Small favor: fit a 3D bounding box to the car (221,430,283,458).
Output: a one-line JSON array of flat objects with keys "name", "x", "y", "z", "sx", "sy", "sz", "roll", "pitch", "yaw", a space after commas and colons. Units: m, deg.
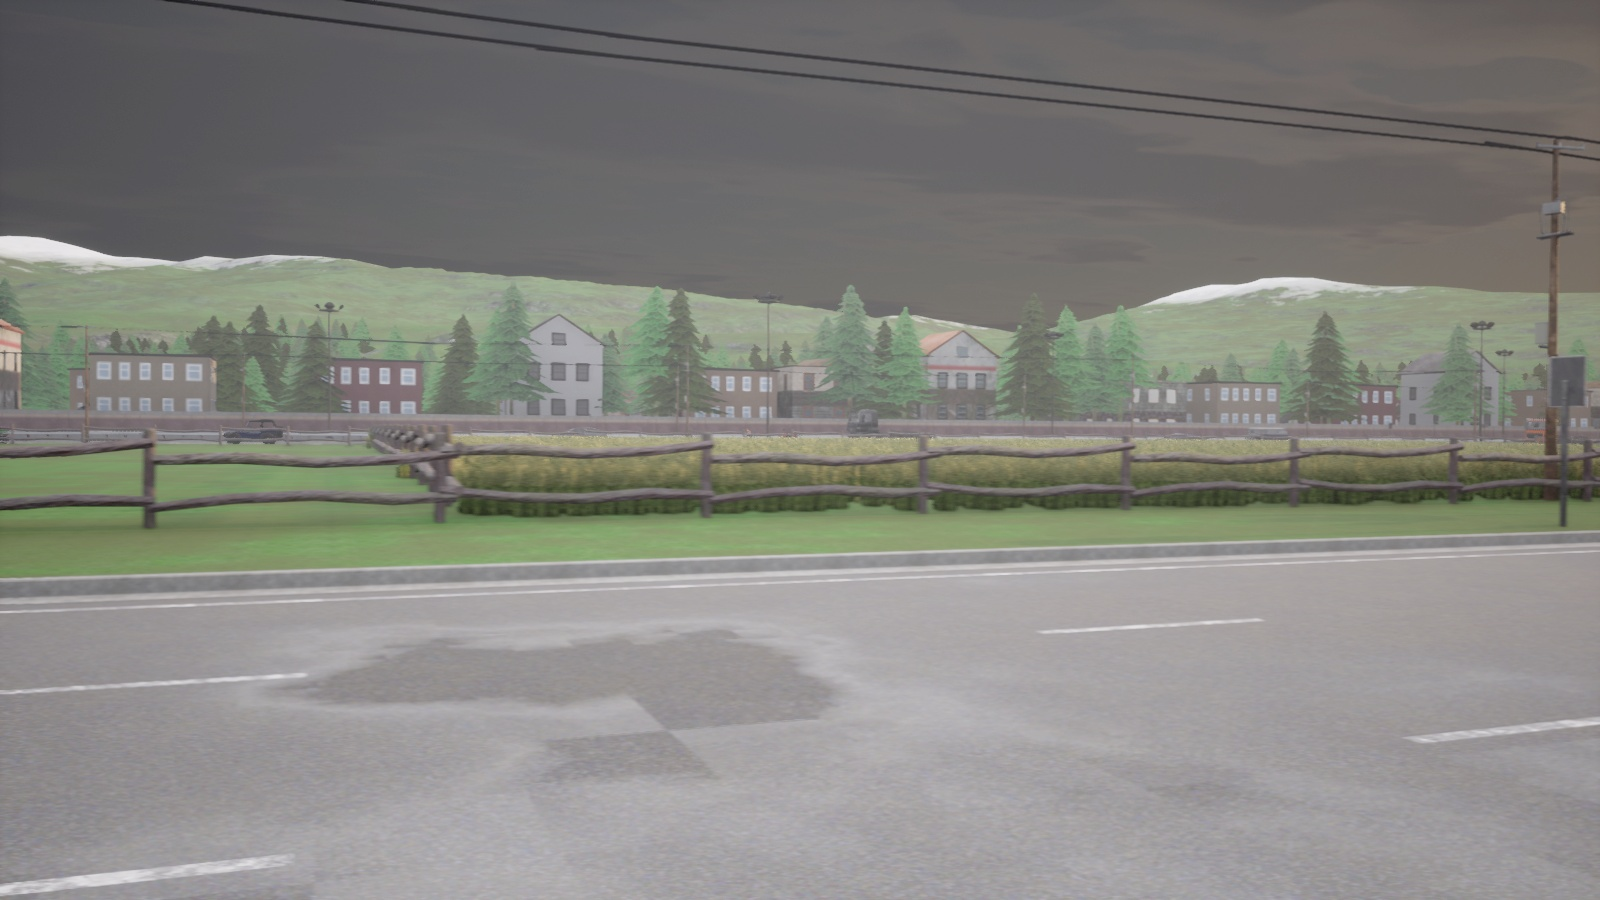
[{"name": "car", "x": -38.523, "y": -0.415, "z": 88.315, "sx": 3.866, "sy": 1.878, "sz": 1.905, "roll": -1, "pitch": 1, "yaw": -21}]
